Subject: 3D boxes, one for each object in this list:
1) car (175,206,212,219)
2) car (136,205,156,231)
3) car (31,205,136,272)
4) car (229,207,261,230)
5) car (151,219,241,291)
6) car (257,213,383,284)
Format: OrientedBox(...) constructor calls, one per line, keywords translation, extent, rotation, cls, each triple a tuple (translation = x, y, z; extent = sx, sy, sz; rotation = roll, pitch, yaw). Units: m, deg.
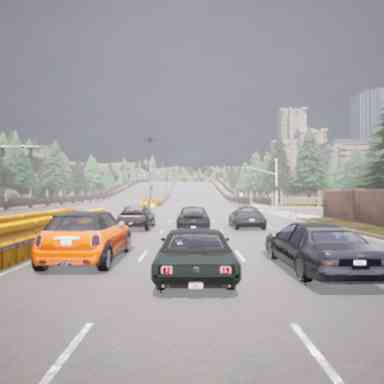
OrientedBox(translation=(0.069, 1.585, 19.380), extent=(1.837, 1.490, 4.892), rotation=(0, 0, 0), cls="car")
OrientedBox(translation=(-3.434, 1.579, 21.083), extent=(2.128, 1.511, 4.902), rotation=(0, 0, 0), cls="car")
OrientedBox(translation=(-3.413, 1.399, 11.142), extent=(2.097, 1.767, 4.553), rotation=(0, 0, 0), cls="car")
OrientedBox(translation=(3.565, 1.654, 21.786), extent=(1.994, 1.385, 4.181), rotation=(0, 0, 0), cls="car")
OrientedBox(translation=(0.086, 1.639, 9.044), extent=(1.895, 1.301, 4.718), rotation=(0, 0, 0), cls="car")
OrientedBox(translation=(3.590, 1.588, 9.708), extent=(2.033, 1.411, 5.357), rotation=(0, 0, -1), cls="car")
